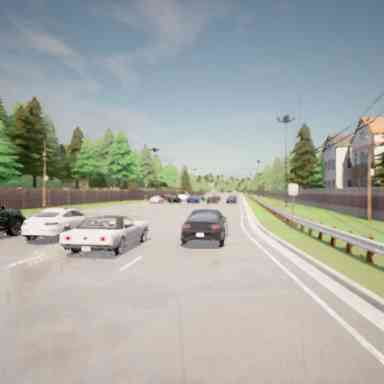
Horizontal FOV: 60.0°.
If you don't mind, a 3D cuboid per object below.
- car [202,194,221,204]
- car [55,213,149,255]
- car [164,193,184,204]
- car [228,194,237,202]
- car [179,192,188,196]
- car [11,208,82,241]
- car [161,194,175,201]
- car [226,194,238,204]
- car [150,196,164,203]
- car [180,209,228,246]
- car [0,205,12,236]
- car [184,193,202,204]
[{"bbox_3d":[3.693,1.390,61.260,2.128,1.511,4.902,0,0,8],"label":"car"},{"bbox_3d":[-3.172,1.574,13.191,1.895,1.301,4.718,0,0,8],"label":"car"},{"bbox_3d":[-3.235,1.366,62.264,1.882,1.535,5.008,0,0,8],"label":"car"},{"bbox_3d":[8.651,1.244,71.070,1.812,1.442,4.674,0,0,8],"label":"car"},{"bbox_3d":[-1.736,0.930,72.605,2.150,2.045,5.566,0,0,8],"label":"car"},{"bbox_3d":[-6.285,1.490,16.207,1.812,1.442,4.674,0,0,8],"label":"car"},{"bbox_3d":[-5.204,1.178,73.078,1.882,1.535,5.008,0,0,8],"label":"car"},{"bbox_3d":[7.157,1.451,60.758,2.033,1.411,5.357,0,0,8],"label":"car"},{"bbox_3d":[-6.639,1.409,63.178,1.812,1.442,4.674,0,0,8],"label":"car"},{"bbox_3d":[0.643,1.500,15.203,1.812,1.442,4.674,0,0,8],"label":"car"},{"bbox_3d":[-9.991,1.184,14.939,2.150,2.045,5.566,0,0,8],"label":"car"},{"bbox_3d":[0.289,1.419,62.174,1.812,1.442,4.674,0,0,8],"label":"car"}]
